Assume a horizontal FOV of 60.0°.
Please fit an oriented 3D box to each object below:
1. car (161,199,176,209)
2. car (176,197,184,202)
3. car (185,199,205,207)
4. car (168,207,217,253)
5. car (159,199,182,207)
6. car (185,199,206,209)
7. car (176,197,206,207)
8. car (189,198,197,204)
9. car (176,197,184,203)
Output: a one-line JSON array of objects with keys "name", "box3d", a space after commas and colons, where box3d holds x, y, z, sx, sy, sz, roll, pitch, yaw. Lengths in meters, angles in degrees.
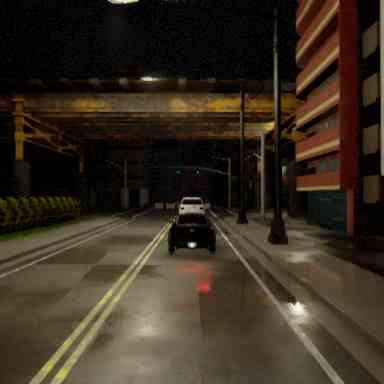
[{"name": "car", "box3d": [-3.631, 1.975, 56.762, 2.038, 1.542, 4.974, 0, -1, 25]}, {"name": "car", "box3d": [-3.264, 2.138, 91.624, 1.853, 1.218, 4.536, 0, -1, 0]}, {"name": "car", "box3d": [0.511, 1.815, 56.503, 1.853, 1.218, 4.536, 0, -1, -20]}, {"name": "car", "box3d": [0.008, 1.640, 14.298, 1.837, 1.490, 4.892, 0, 0, 0]}, {"name": "car", "box3d": [-3.610, 1.818, 56.810, 1.853, 1.218, 4.536, 0, -1, 25]}, {"name": "car", "box3d": [0.529, 1.973, 56.453, 2.038, 1.542, 4.974, 0, -1, -20]}, {"name": "car", "box3d": [0.005, 1.484, 29.015, 2.150, 2.045, 5.566, 0, 0, 0]}, {"name": "car", "box3d": [0.166, 2.217, 83.049, 2.038, 1.542, 4.974, 0, -1, 0]}, {"name": "car", "box3d": [-3.263, 2.295, 91.571, 2.038, 1.542, 4.974, 0, -1, 0]}]
